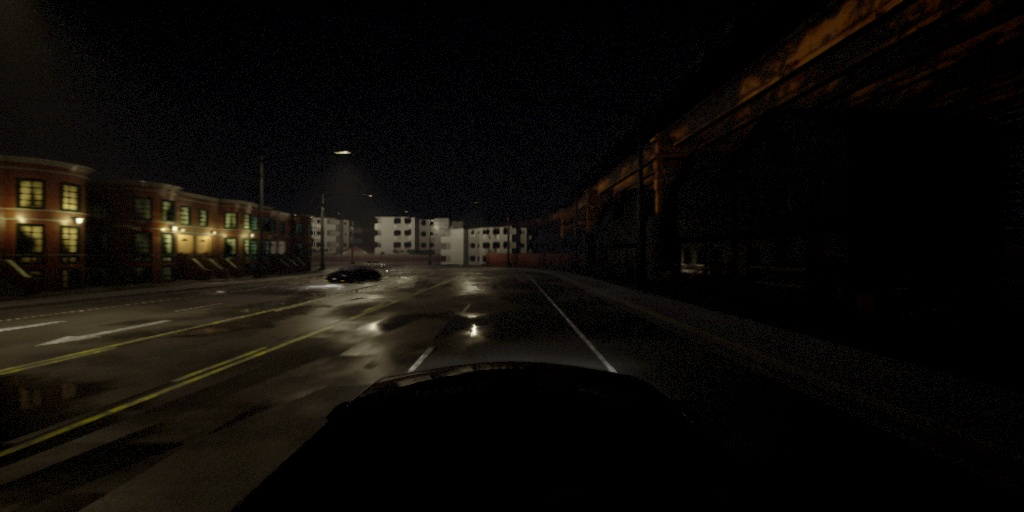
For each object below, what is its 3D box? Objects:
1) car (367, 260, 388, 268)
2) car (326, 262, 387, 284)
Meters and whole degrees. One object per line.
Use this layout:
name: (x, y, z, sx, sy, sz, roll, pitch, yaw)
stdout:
car: (-20.906, 1.357, 54.667, 4.674, 1.442, 1.812, 0, -1, 38)
car: (-11.838, 1.404, 27.087, 1.994, 1.385, 4.181, 0, 1, 20)
